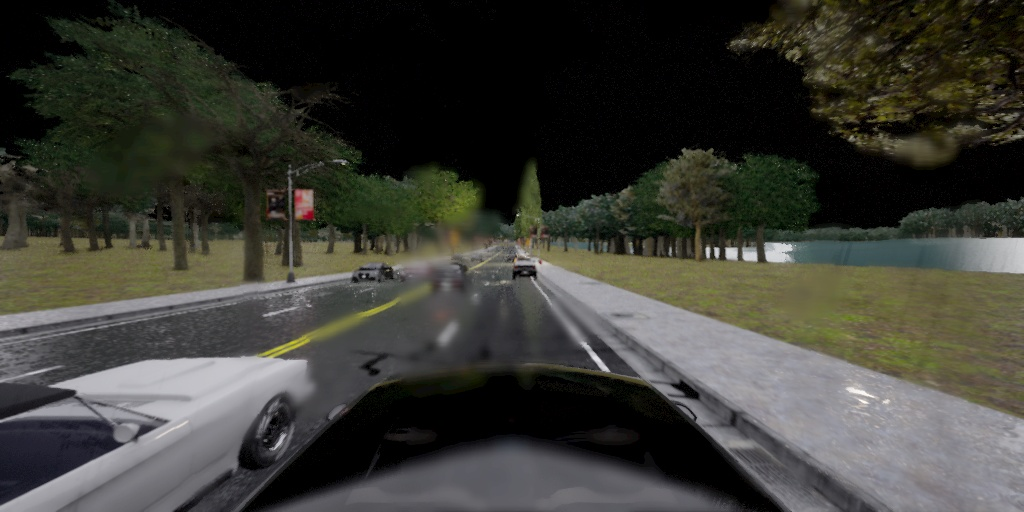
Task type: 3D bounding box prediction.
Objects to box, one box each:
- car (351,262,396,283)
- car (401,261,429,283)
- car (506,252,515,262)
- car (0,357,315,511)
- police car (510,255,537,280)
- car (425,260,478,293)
[{"bbox_3d":[-9.839,1.145,25.788,1.994,1.385,4.181,0,1,0],"label":"car"},{"bbox_3d":[-6.590,1.104,26.090,1.812,1.442,4.674,0,1,0],"label":"car"},{"bbox_3d":[0.014,0.365,64.465,1.837,1.490,4.892,0,2,0],"label":"car"},{"bbox_3d":[-3.149,1.350,1.899,1.895,1.301,4.718,0,0,0],"label":"car"},{"bbox_3d":[0.982,0.973,28.956,1.930,1.638,5.238,0,1,0],"label":"police car"},{"bbox_3d":[-3.146,1.149,19.673,1.837,1.490,4.892,0,1,0],"label":"car"}]
